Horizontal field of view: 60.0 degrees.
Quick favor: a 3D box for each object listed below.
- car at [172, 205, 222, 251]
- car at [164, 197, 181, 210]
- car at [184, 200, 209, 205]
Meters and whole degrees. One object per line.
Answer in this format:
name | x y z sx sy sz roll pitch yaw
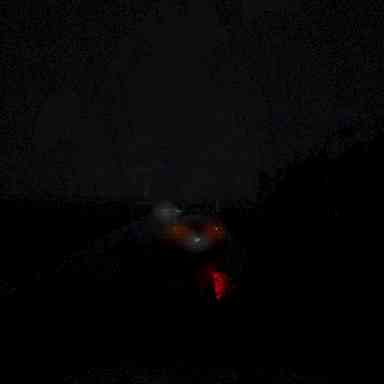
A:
car | 0.209 1.475 13.722 1.812 1.442 4.674 0 0 1
car | -2.322 1.381 40.873 1.837 1.490 4.892 0 0 1
car | 0.369 1.413 28.047 1.837 1.490 4.892 0 1 1
